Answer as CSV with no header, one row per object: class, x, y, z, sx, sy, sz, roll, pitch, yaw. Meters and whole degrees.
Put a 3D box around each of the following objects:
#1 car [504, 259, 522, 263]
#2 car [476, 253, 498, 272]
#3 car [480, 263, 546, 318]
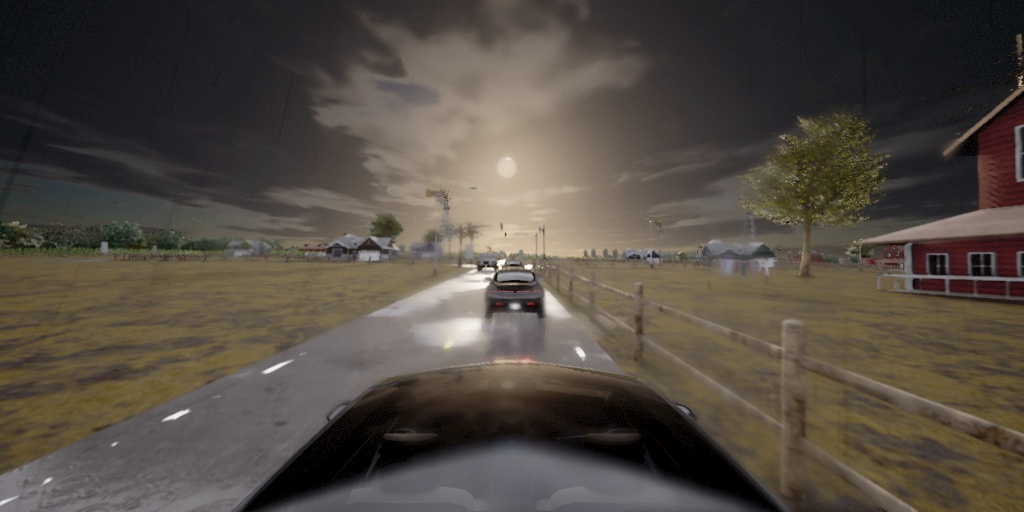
car,0.105,1.017,29.293,1.837,1.490,4.892,0,0,0
car,-2.759,0.680,41.066,2.150,2.045,5.566,0,0,0
car,0.100,1.144,12.414,1.837,1.490,4.892,0,1,0
